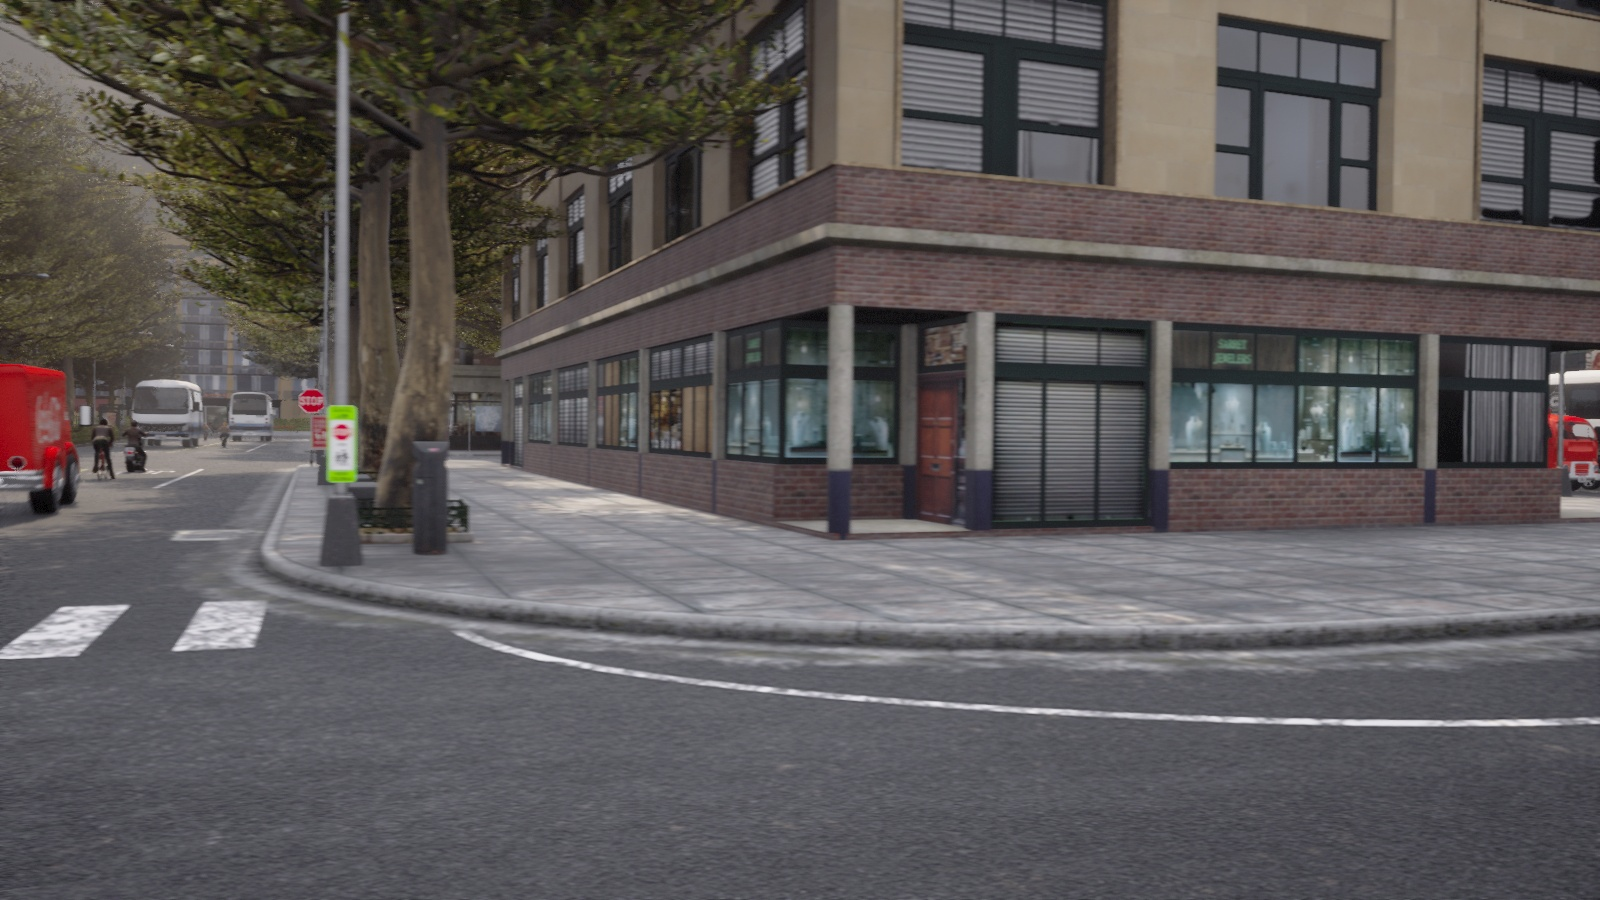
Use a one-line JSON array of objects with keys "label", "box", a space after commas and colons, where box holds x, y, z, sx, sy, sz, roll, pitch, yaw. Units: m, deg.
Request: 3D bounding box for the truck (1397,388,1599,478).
[{"label": "truck", "box": [20.789, -0.519, 37.194, 2.627, 2.467, 5.204, -1, 1, -21]}]

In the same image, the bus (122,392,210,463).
[{"label": "bus", "box": [-40.419, -1.451, 80.466, 3.944, 4.253, 10.273, -1, 1, -21]}]

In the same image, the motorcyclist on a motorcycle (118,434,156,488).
[{"label": "motorcyclist on a motorcycle", "box": [-20.808, 0.329, 39.438, 0.766, 1.649, 2.350, 0, 0, -21]}]

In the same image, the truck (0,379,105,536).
[{"label": "truck", "box": [-14.047, 0.104, 21.931, 2.627, 2.467, 5.204, -1, 1, -21]}]

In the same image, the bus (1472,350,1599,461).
[{"label": "bus", "box": [32.112, -1.732, 49.553, 3.944, 4.253, 10.273, -1, 1, -15]}]

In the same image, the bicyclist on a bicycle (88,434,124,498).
[{"label": "bicyclist on a bicycle", "box": [-18.508, 0.405, 33.501, 0.582, 1.620, 1.656, -1, 2, -21]}]

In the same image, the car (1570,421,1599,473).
[{"label": "car", "box": [24.751, -0.088, 36.528, 1.789, 1.549, 3.705, -1, 1, -21]}]
